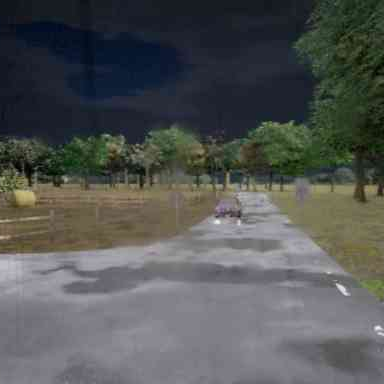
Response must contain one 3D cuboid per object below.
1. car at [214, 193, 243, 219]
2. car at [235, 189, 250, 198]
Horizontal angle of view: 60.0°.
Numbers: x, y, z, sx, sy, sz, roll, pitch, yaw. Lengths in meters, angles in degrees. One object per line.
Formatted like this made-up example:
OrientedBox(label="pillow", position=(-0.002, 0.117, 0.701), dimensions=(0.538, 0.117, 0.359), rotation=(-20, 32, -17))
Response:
OrientedBox(label="car", position=(3.132, 1.249, 27.954), dimensions=(2.097, 1.767, 4.553), rotation=(-2, 0, 11))
OrientedBox(label="car", position=(8.665, 0.474, 56.822), dimensions=(2.150, 2.045, 5.566), rotation=(-2, 1, 11))
